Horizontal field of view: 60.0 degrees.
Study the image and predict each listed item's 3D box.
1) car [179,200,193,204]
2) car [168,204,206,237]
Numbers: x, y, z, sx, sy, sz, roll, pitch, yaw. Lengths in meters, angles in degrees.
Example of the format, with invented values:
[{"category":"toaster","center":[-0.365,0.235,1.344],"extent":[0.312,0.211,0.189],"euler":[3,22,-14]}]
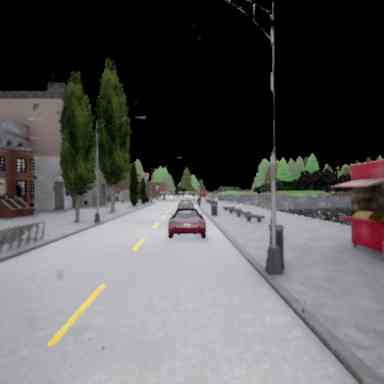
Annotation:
[{"category":"car","center":[-0.666,1.602,36.789],"extent":[2.033,1.411,5.357],"euler":[0,0,-1]},{"category":"car","center":[-0.280,1.591,18.358],"extent":[1.994,1.385,4.181],"euler":[0,0,-1]}]
